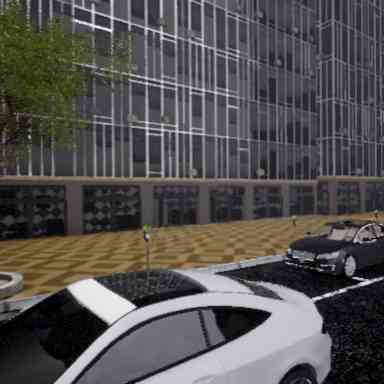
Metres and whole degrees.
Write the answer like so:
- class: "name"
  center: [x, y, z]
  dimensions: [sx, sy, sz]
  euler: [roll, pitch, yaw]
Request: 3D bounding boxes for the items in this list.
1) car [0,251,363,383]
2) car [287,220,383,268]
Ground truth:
- class: "car"
  center: [-0.647, 1.524, 2.905]
  dimensions: [4.674, 1.442, 1.812]
  euler: [0, 0, -35]
- class: "car"
  center: [4.625, 1.531, 9.869]
  dimensions: [4.403, 1.369, 2.008]
  euler: [0, 0, -35]
